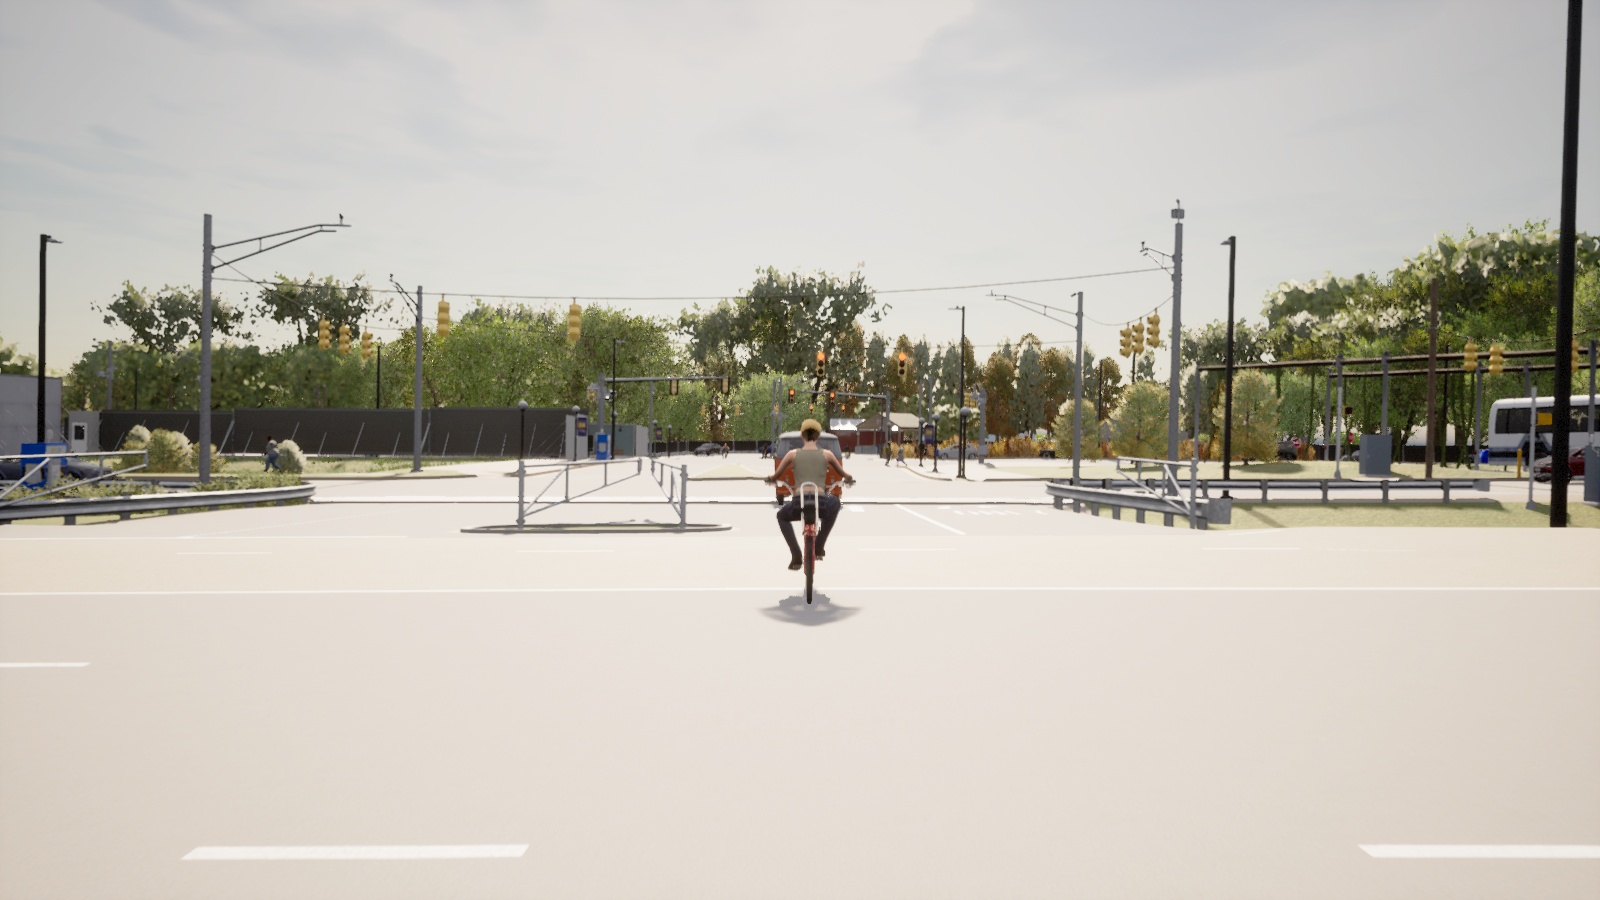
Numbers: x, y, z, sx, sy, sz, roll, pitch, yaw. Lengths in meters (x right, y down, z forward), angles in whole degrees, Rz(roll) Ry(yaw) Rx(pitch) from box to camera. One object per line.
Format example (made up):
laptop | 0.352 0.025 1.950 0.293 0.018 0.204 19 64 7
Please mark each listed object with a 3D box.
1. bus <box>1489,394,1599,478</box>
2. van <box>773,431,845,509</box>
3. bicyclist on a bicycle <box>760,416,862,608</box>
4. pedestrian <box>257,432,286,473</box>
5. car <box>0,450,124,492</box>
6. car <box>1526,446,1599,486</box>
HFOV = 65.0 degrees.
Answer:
bus | 41.782 -0.691 65.060 3.944 4.253 10.273 1 -1 -25
van | 0.195 0.472 34.614 1.775 1.987 4.442 0 1 -2
bicyclist on a bicycle | 0.107 0.514 11.503 0.866 1.612 1.509 0 3 1
pedestrian | -24.418 0.112 58.031 0.900 1.855 0.874 1 1 2
car | -26.861 0.732 45.023 4.181 1.385 1.994 0 1 0
car | 32.274 0.645 51.750 3.705 1.549 1.789 0 1 -1
